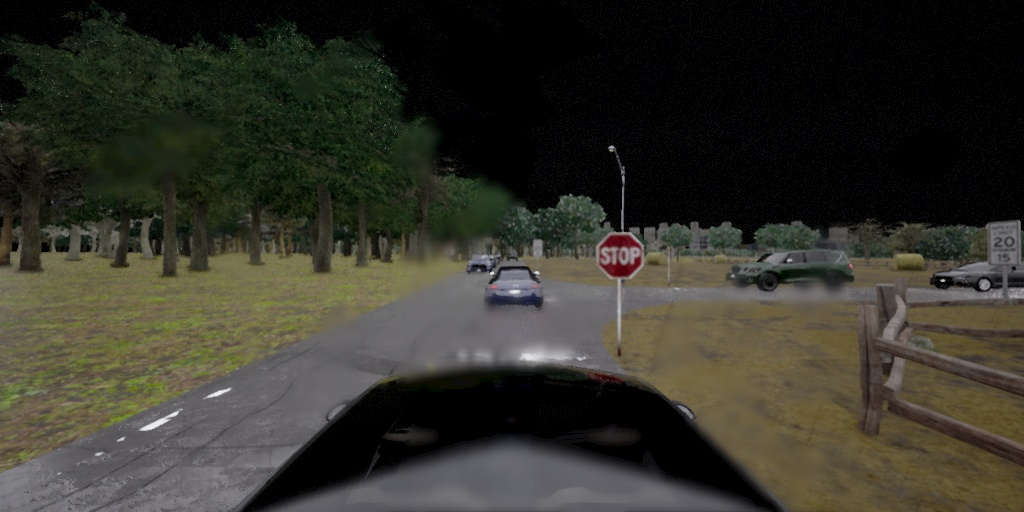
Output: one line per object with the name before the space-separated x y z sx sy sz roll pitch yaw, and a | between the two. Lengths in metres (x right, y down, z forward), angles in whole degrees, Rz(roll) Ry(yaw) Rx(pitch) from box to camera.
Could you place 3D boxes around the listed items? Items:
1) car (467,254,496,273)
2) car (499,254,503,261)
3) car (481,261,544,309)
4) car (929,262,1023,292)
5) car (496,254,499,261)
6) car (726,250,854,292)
car | -2.769 0.571 31.887 2.097 1.767 4.553 0 1 -1
car | -2.761 0.517 51.806 1.994 1.385 4.181 0 1 0
car | 0.104 1.071 13.518 1.994 1.385 4.181 -1 2 0
car | 24.464 1.019 18.379 4.892 1.490 1.837 0 -1 -1
car | -2.781 0.566 41.236 1.882 1.535 5.008 0 1 0
car | 14.125 0.721 18.343 5.566 2.045 2.150 0 -1 -1
